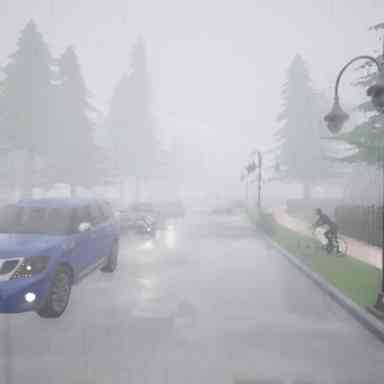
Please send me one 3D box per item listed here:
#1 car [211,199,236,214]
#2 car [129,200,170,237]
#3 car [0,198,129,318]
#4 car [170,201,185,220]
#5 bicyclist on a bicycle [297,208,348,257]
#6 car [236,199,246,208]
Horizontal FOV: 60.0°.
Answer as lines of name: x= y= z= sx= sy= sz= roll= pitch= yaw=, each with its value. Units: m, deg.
car: x=3.487 y=1.592 z=37.242 sx=1.812 sy=1.442 sz=4.674 roll=1 pitch=0 yaw=13
car: x=-2.679 y=1.326 z=17.826 sx=2.097 sy=1.767 sz=4.553 roll=1 pitch=0 yaw=4
car: x=-3.271 y=1.181 z=7.707 sx=2.150 sy=2.045 sz=5.566 roll=1 pitch=0 yaw=3
car: x=-1.754 y=1.485 z=28.182 sx=2.128 sy=1.511 sz=4.902 roll=1 pitch=0 yaw=8
bicyclist on a bicycle: x=4.331 y=1.358 z=11.034 sx=1.656 sy=1.620 sz=0.582 roll=1 pitch=0 yaw=3
car: x=6.710 y=1.679 z=49.111 sx=1.994 sy=1.385 sz=4.181 roll=1 pitch=0 yaw=20
